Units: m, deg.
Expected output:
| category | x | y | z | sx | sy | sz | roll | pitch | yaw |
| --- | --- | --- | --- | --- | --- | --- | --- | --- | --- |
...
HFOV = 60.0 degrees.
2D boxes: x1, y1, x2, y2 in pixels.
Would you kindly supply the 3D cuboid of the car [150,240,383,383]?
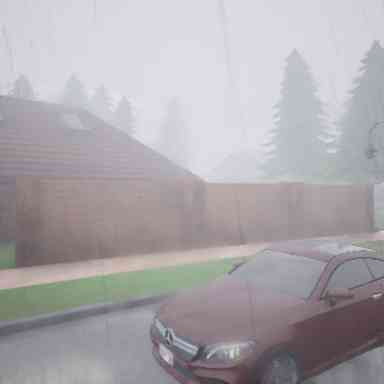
| category | x | y | z | sx | sy | sz | roll | pitch | yaw |
| --- | --- | --- | --- | --- | --- | --- | --- | --- | --- |
| car | 1.685 | 1.506 | 4.870 | 4.674 | 1.442 | 1.812 | 0 | 0 | -32 |
